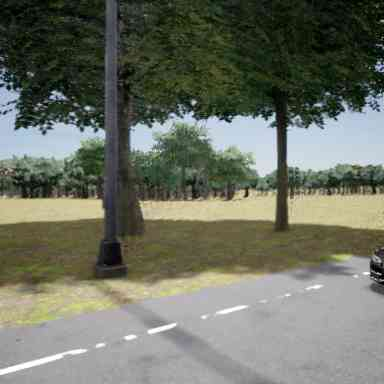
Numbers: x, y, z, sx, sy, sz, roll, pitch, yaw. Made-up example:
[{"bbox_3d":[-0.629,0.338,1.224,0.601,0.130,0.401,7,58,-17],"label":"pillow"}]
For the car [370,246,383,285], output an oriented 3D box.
[{"bbox_3d":[6.542,1.603,8.726,4.902,1.511,2.128,0,-1,-36],"label":"car"}]
